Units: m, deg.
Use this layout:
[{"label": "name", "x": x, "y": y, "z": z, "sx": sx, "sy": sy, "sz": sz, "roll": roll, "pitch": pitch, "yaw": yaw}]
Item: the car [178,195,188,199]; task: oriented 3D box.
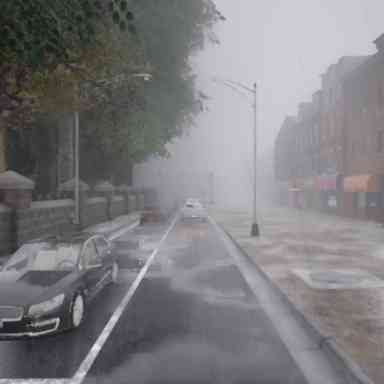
[{"label": "car", "x": -2.614, "y": 1.597, "z": 79.136, "sx": 1.967, "sy": 1.590, "sz": 4.097, "roll": -1, "pitch": 0, "yaw": 0}]

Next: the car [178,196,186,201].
[{"label": "car", "x": -2.608, "y": 1.767, "z": 90.005, "sx": 1.947, "sy": 1.339, "sz": 4.313, "roll": -1, "pitch": 0, "yaw": 0}]

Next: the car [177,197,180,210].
[{"label": "car", "x": -2.630, "y": 1.575, "z": 35.127, "sx": 2.008, "sy": 1.369, "sz": 4.403, "roll": -1, "pitch": 0, "yaw": 0}]

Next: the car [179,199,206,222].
[{"label": "car", "x": 0.110, "y": 1.537, "z": 26.585, "sx": 1.812, "sy": 1.442, "sz": 4.674, "roll": 0, "pitch": 0, "yaw": 0}]

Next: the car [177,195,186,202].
[{"label": "car", "x": -2.612, "y": 1.618, "z": 84.571, "sx": 1.967, "sy": 1.590, "sz": 4.097, "roll": -1, "pitch": 0, "yaw": 0}]

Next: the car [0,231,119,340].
[{"label": "car", "x": -2.640, "y": 1.549, "z": 6.684, "sx": 2.008, "sy": 1.369, "sz": 4.403, "roll": 0, "pitch": 0, "yaw": 0}]

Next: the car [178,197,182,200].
[{"label": "car", "x": -2.627, "y": 1.601, "z": 40.816, "sx": 1.947, "sy": 1.339, "sz": 4.313, "roll": -1, "pitch": 0, "yaw": 0}]

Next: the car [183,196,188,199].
[{"label": "car", "x": 0.117, "y": 1.564, "z": 42.563, "sx": 1.812, "sy": 1.442, "sz": 4.674, "roll": 0, "pitch": 0, "yaw": 0}]

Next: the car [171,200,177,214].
[{"label": "car", "x": -2.632, "y": 1.559, "z": 29.438, "sx": 1.887, "sy": 1.381, "sz": 4.507, "roll": 0, "pitch": 0, "yaw": 0}]

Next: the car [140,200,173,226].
[{"label": "car", "x": -2.634, "y": 1.552, "z": 23.750, "sx": 1.887, "sy": 1.381, "sz": 4.507, "roll": 0, "pitch": 0, "yaw": 0}]
